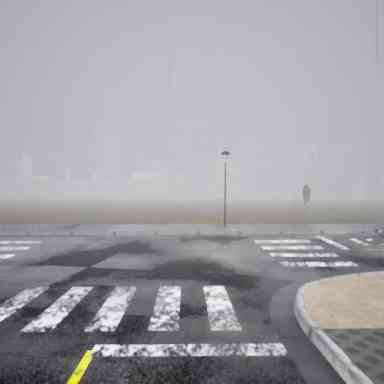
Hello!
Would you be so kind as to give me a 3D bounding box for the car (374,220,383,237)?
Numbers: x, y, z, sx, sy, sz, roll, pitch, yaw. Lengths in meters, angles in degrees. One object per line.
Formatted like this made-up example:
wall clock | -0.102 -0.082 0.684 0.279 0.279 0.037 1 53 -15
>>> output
car | 10.509 1.440 14.532 4.674 1.442 1.812 0 4 -3
